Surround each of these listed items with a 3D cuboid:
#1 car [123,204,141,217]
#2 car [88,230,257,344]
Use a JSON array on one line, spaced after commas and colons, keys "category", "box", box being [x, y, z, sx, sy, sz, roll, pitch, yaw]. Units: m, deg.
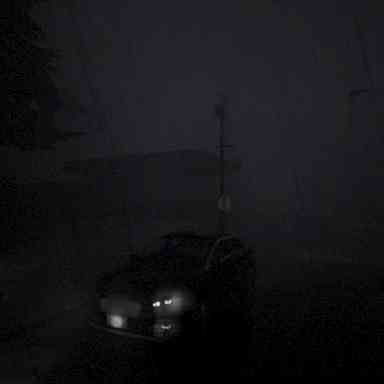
[{"category": "car", "box": [-6.545, 2.119, 39.212, 1.845, 1.501, 3.633, 0, -1, 26]}, {"category": "car", "box": [-0.013, 1.622, 6.959, 2.128, 1.511, 4.902, 0, -1, 26]}]
